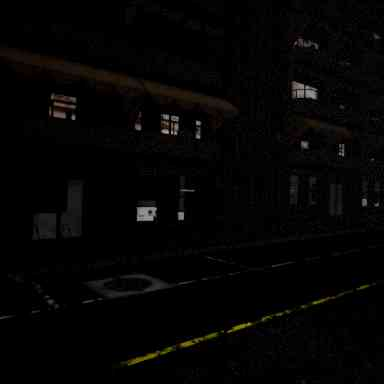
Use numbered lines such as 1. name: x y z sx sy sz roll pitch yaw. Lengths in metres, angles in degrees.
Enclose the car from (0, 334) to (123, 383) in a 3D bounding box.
1. car: -2.469 1.600 1.407 4.718 1.301 1.895 0 0 -35
